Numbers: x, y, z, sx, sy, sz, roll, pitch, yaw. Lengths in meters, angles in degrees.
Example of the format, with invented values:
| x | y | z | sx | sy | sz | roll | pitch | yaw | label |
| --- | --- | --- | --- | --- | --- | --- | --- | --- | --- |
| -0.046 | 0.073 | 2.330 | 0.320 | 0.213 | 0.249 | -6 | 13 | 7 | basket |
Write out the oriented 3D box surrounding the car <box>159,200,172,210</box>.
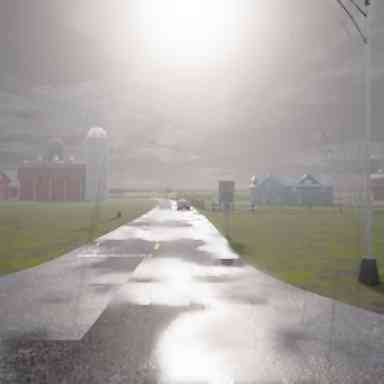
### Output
| x | y | z | sx | sy | sz | roll | pitch | yaw | label |
| --- | --- | --- | --- | --- | --- | --- | --- | --- | --- |
| -4.153 | 1.974 | 52.418 | 1.812 | 1.442 | 4.674 | 0 | -1 | -3 | car |

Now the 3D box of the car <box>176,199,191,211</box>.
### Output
| x | y | z | sx | sy | sz | roll | pitch | yaw | label |
| --- | --- | --- | --- | --- | --- | --- | --- | --- | --- |
| -1.200 | 2.012 | 48.391 | 1.895 | 1.301 | 4.718 | 0 | -1 | -3 | car |

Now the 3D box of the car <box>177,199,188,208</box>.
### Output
| x | y | z | sx | sy | sz | roll | pitch | yaw | label |
| --- | --- | --- | --- | --- | --- | --- | --- | --- | --- |
| -1.727 | 2.009 | 58.381 | 1.837 | 1.490 | 4.892 | 0 | -1 | -4 | car |
